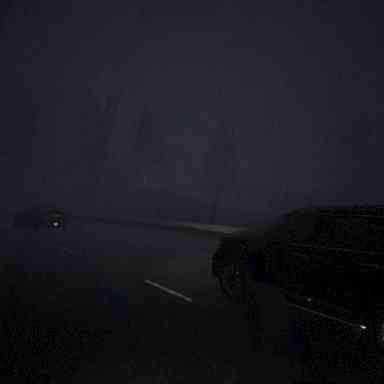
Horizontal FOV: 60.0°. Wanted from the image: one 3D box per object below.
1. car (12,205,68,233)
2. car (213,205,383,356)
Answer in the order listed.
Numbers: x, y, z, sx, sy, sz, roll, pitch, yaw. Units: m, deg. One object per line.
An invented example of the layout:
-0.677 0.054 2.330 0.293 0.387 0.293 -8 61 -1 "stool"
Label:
-9.260 1.559 20.123 2.128 1.511 4.902 0 0 -45 "car"
2.679 1.242 5.944 2.150 2.045 5.566 0 0 -34 "car"
